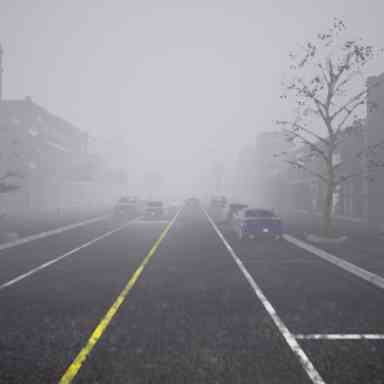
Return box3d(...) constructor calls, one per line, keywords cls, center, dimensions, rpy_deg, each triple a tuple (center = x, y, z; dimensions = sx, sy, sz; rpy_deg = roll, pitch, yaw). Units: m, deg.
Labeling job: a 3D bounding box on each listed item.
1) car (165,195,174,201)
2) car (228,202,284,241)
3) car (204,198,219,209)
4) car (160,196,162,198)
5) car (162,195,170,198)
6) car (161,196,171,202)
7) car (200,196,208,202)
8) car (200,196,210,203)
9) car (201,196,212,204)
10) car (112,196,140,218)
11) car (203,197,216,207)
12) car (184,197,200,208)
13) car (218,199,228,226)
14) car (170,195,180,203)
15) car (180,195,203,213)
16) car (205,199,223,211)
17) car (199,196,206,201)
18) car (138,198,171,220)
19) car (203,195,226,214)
box3d(cls="car", center=(-5.836, 1.473, 86.659), dimensions=(1.967, 1.590, 4.097), rpy_deg=(0, 0, 0))
box3d(cls="car", center=(3.135, 1.479, 16.633), dimensions=(1.882, 1.535, 5.008), rpy_deg=(0, 0, 0))
box3d(cls="car", center=(2.684, 1.576, 46.531), dimensions=(1.947, 1.339, 4.313), rpy_deg=(1, 0, 0))
box3d(cls="car", center=(-5.694, 1.450, 46.530), dimensions=(1.967, 1.590, 4.097), rpy_deg=(1, 0, 0))
box3d(cls="car", center=(-5.770, 1.543, 64.605), dimensions=(1.752, 1.417, 4.829), rpy_deg=(1, 0, 0))
box3d(cls="car", center=(-5.827, 1.576, 75.840), dimensions=(2.008, 1.369, 4.403), rpy_deg=(1, 0, 0))
box3d(cls="car", center=(2.805, 1.593, 78.760), dimensions=(1.947, 1.339, 4.313), rpy_deg=(0, 0, 0))
box3d(cls="car", center=(2.778, 1.573, 71.215), dimensions=(2.008, 1.369, 4.403), rpy_deg=(0, 0, 0))
box3d(cls="car", center=(2.741, 1.543, 62.995), dimensions=(1.752, 1.417, 4.829), rpy_deg=(0, 0, 0))
box3d(cls="car", center=(-5.689, 1.319, 29.932), dimensions=(2.192, 1.841, 5.009), rpy_deg=(1, 0, 0))
box3d(cls="car", center=(2.690, 1.557, 51.758), dimensions=(1.887, 1.381, 4.507), rpy_deg=(0, 0, 0))
box3d(cls="car", center=(0.023, 1.504, 49.086), dimensions=(2.128, 1.511, 4.902), rpy_deg=(0, 0, 1))
box3d(cls="car", center=(3.139, 1.507, 23.633), dimensions=(1.837, 1.490, 4.892), rpy_deg=(0, 0, 0))
box3d(cls="car", center=(-3.019, 1.501, 69.722), dimensions=(2.128, 1.511, 4.902), rpy_deg=(0, 0, 0))
box3d(cls="car", center=(0.035, 1.359, 37.535), dimensions=(2.097, 1.767, 4.553), rpy_deg=(0, 0, 0))
box3d(cls="car", center=(2.686, 1.574, 40.998), dimensions=(1.947, 1.339, 4.313), rpy_deg=(1, 0, 0))
box3d(cls="car", center=(2.803, 1.616, 87.762), dimensions=(1.802, 1.307, 4.206), rpy_deg=(0, 0, 0))
box3d(cls="car", center=(-3.106, 1.508, 28.479), dimensions=(1.837, 1.490, 4.892), rpy_deg=(0, 0, 0))
box3d(cls="car", center=(2.690, 1.321, 35.465), dimensions=(2.192, 1.841, 5.009), rpy_deg=(1, 0, 0))
